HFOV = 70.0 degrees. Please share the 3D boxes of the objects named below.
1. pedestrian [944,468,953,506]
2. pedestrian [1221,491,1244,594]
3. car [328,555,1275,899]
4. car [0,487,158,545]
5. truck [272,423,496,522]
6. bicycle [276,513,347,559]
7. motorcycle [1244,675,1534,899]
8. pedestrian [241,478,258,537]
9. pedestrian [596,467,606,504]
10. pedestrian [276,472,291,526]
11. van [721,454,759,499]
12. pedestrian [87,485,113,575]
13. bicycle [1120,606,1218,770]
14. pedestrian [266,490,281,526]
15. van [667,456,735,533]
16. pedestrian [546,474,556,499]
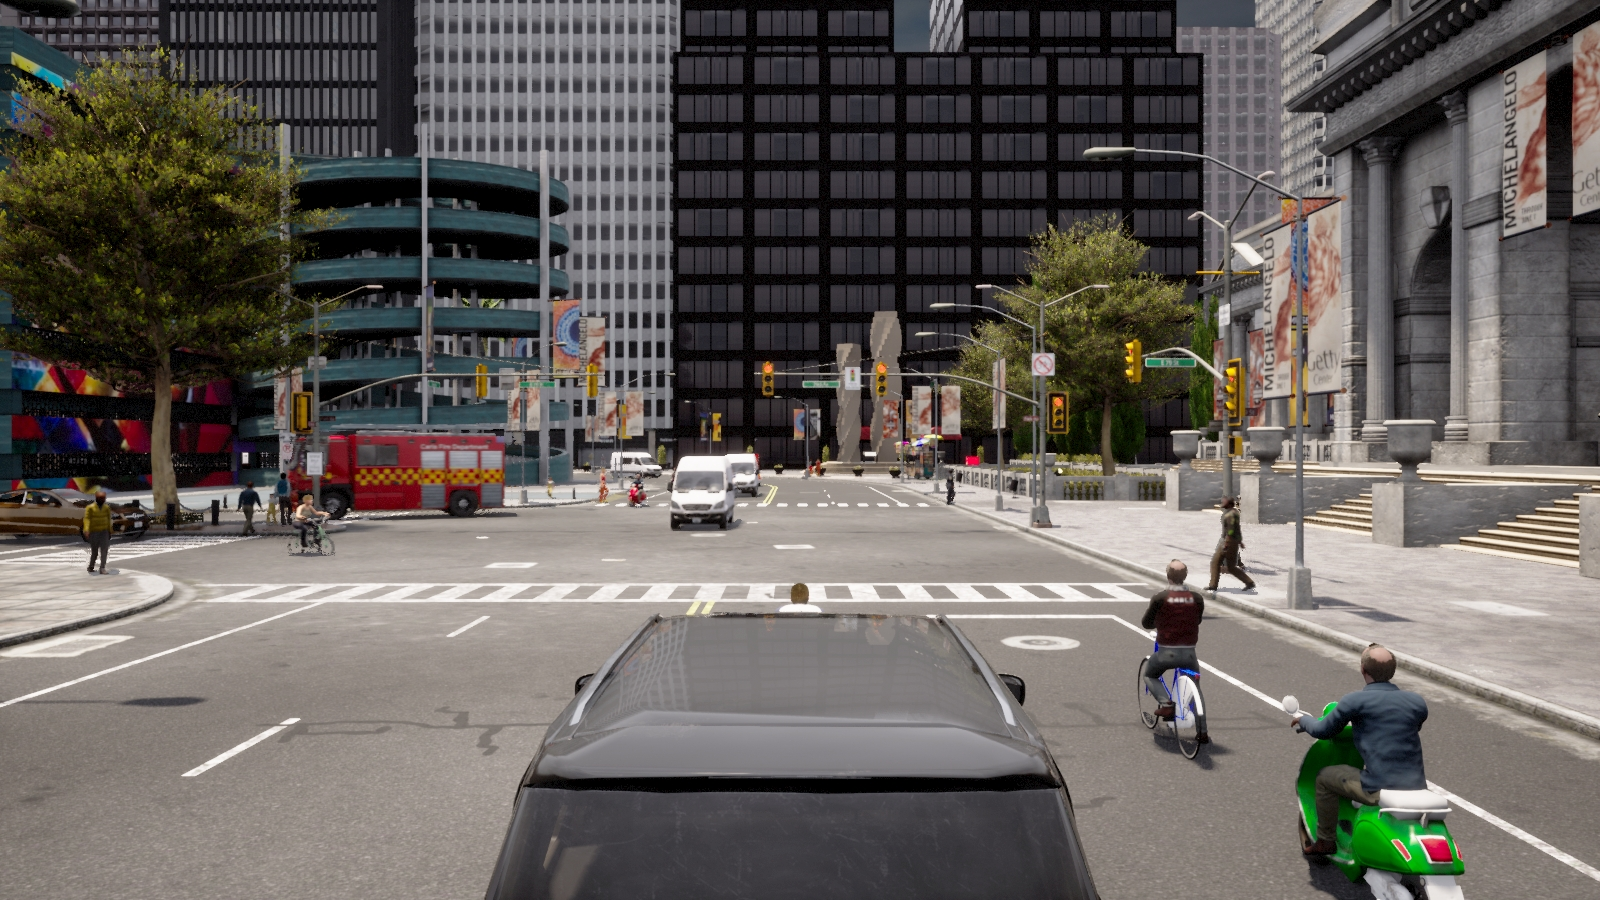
[{"bbox_3d":[7.396,1.824,56.874,0.375,1.860,0.375,0,0,2],"label":"pedestrian"},{"bbox_3d":[7.974,1.687,21.045,0.375,1.860,0.375,0,0,24],"label":"pedestrian"},{"bbox_3d":[0.021,1.777,5.375,2.150,2.045,5.566,0,0,0],"label":"car"},{"bbox_3d":[-22.664,1.978,34.793,5.027,1.651,2.152,0,0,0],"label":"car"},{"bbox_3d":[-17.133,0.872,47.196,8.468,3.827,2.891,0,0,-26],"label":"truck"},{"bbox_3d":[-12.837,2.244,30.031,1.487,1.080,0.859,0,1,18],"label":"bicycle"},{"bbox_3d":[3.509,2.179,7.029,0.856,1.236,1.805,0,0,0],"label":"motorcycle"},{"bbox_3d":[-17.592,1.833,36.519,0.375,1.860,0.375,0,0,-2],"label":"pedestrian"},{"bbox_3d":[-10.258,1.826,58.991,0.375,1.860,0.375,0,0,13],"label":"pedestrian"},{"bbox_3d":[-17.792,1.689,39.374,0.375,1.860,0.375,0,0,-3],"label":"pedestrian"},{"bbox_3d":[-3.552,1.507,68.551,1.988,2.561,5.915,0,0,0],"label":"van"},{"bbox_3d":[-14.816,1.688,24.193,0.375,1.860,0.375,0,0,40],"label":"pedestrian"},{"bbox_3d":[3.482,2.205,10.903,0.329,1.171,1.835,0,0,0],"label":"bicycle"},{"bbox_3d":[-19.136,2.112,41.515,0.375,1.300,0.375,0,0,2],"label":"pedestrian"},{"bbox_3d":[-3.517,1.518,41.709,1.988,2.561,5.915,0,0,0],"label":"van"},{"bbox_3d":[-13.212,1.952,60.653,0.375,1.300,0.375,0,0,8],"label":"pedestrian"}]
